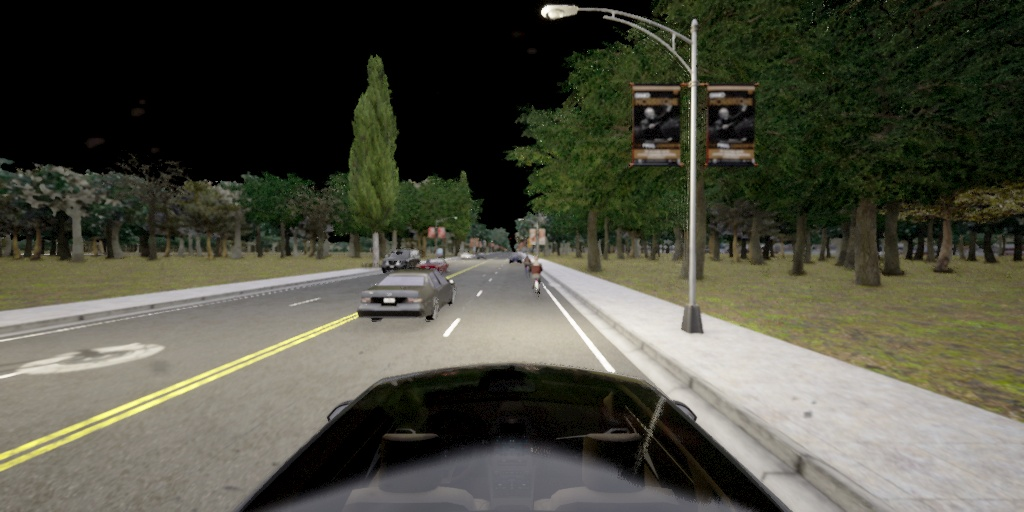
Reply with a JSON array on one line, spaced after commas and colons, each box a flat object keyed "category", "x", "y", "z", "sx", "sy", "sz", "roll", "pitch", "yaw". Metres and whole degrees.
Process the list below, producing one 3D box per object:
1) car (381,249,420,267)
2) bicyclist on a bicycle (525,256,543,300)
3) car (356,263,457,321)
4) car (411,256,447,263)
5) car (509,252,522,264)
[{"category": "car", "x": -9.601, "y": 0.443, "z": 31.527, "sx": 2.150, "sy": 2.045, "sz": 5.566, "roll": 0, "pitch": 1, "yaw": 1}, {"category": "bicyclist on a bicycle", "x": 1.003, "y": 0.887, "z": 15.070, "sx": 0.659, "sy": 1.776, "sz": 1.843, "roll": 0, "pitch": 1, "yaw": 0}, {"category": "car", "x": -3.070, "y": 1.124, "z": 11.544, "sx": 2.033, "sy": 1.411, "sz": 5.357, "roll": 0, "pitch": 1, "yaw": 0}, {"category": "car", "x": -6.372, "y": 0.868, "z": 29.203, "sx": 1.895, "sy": 1.301, "sz": 4.718, "roll": 0, "pitch": 1, "yaw": 1}, {"category": "car", "x": 0.531, "y": 0.445, "z": 53.571, "sx": 1.895, "sy": 1.301, "sz": 4.718, "roll": 0, "pitch": 1, "yaw": 0}]
